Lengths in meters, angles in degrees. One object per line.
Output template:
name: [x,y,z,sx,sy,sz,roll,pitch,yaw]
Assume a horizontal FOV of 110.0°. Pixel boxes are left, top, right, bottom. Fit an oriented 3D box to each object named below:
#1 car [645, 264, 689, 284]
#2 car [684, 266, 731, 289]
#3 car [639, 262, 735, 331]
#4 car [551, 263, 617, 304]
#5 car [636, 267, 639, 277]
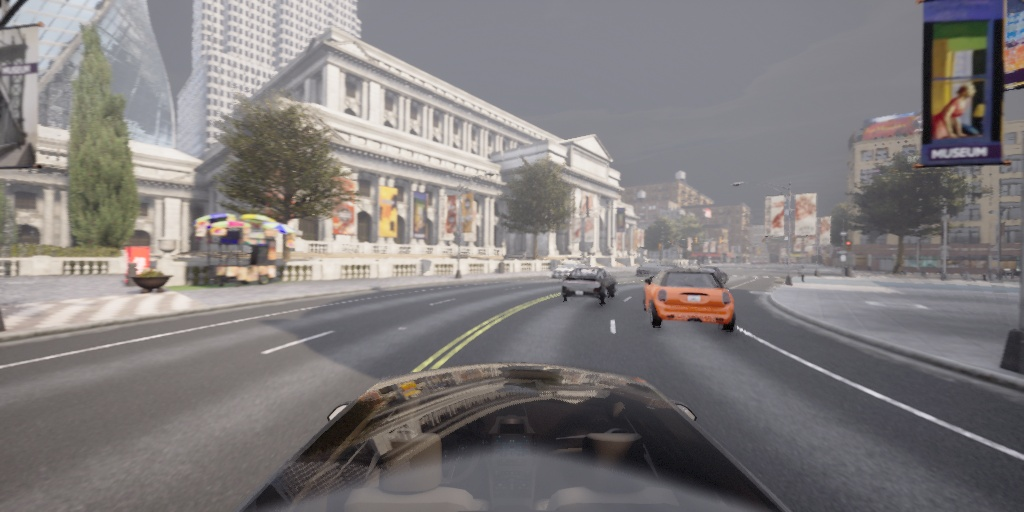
car: [13.254,1.456,30.466,2.033,1.411,5.357,1,0,40]
car: [14.595,1.481,26.603,2.033,1.411,5.357,1,0,40]
car: [5.486,1.170,11.660,2.097,1.767,4.553,1,0,16]
car: [3.679,1.277,16.620,2.128,1.511,4.902,1,0,24]
car: [14.721,1.407,37.891,1.882,1.535,5.008,1,0,40]
